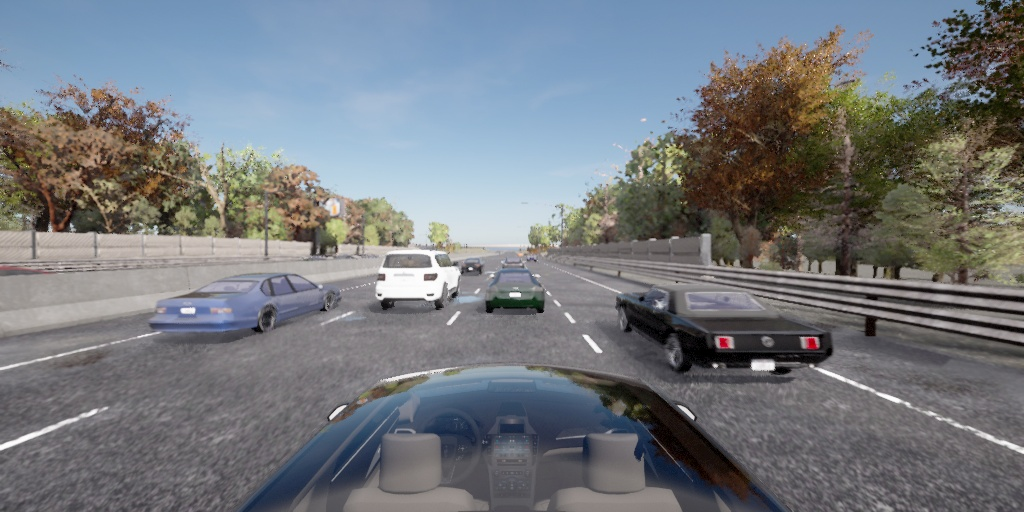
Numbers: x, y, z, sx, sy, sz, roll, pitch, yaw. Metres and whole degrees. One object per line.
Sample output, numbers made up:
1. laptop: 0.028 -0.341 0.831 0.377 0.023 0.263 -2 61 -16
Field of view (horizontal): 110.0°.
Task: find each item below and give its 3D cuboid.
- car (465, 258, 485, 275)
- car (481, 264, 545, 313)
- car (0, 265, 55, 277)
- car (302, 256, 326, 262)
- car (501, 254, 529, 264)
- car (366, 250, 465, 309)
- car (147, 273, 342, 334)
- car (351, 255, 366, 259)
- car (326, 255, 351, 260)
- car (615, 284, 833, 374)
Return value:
1. car: -3.415 0.864 31.963 1.812 1.442 4.674 0 1 0
2. car: 0.099 1.155 13.212 1.994 1.385 4.181 0 1 0
3. car: -17.600 1.089 11.640 1.882 1.535 5.008 0 1 0
4. car: -28.060 0.679 51.579 1.895 1.301 4.718 0 1 0
5. car: 0.102 0.845 30.833 2.128 1.511 4.902 0 1 0
6. car: -3.400 0.802 13.969 2.150 2.045 5.566 0 1 0
7. car: -6.900 1.179 10.152 2.033 1.411 5.357 0 1 0
8. car: -21.071 0.558 52.539 2.128 1.511 4.902 0 1 0
9. car: -24.559 0.573 52.289 1.837 1.490 4.892 0 1 0
10. car: 3.609 1.228 7.327 1.895 1.301 4.718 0 1 1
